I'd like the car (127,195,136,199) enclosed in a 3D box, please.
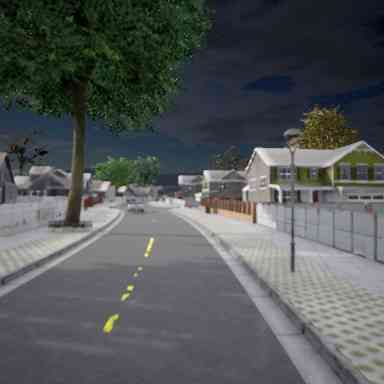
[{"bbox_3d":[-15.894,1.871,87.357,2.150,2.045,5.566,0,-1,-6],"label":"car"}]

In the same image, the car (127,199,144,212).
[{"bbox_3d":[-7.092,1.878,42.118,1.895,1.301,4.718,1,0,-12],"label":"car"}]
